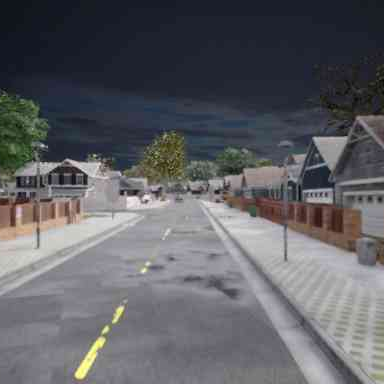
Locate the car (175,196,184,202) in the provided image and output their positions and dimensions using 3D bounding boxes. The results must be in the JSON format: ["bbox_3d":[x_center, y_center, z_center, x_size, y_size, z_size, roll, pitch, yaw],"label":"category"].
[{"bbox_3d":[-2.830,1.639,74.131,1.895,1.301,4.718,0,0,-1],"label":"car"}]
